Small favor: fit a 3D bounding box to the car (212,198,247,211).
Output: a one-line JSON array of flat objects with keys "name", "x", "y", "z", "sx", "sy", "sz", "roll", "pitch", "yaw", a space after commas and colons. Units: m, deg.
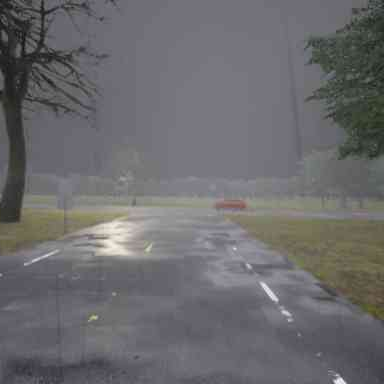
[{"name": "car", "x": 6.062, "y": 1.987, "z": 53.842, "sx": 5.566, "sy": 2.045, "sz": 2.150, "roll": 2, "pitch": 0, "yaw": 0}]
